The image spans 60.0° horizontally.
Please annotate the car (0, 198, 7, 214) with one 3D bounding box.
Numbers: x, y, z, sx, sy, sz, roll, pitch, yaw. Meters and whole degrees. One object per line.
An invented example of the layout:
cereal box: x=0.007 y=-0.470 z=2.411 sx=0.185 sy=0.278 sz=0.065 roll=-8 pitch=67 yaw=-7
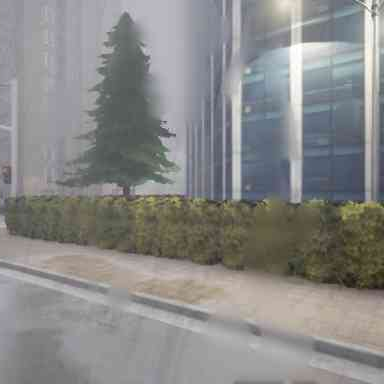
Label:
car: x=-18.878 y=1.352 z=32.090 sx=2.097 sy=1.767 sz=4.553 roll=0 pitch=0 yaw=36
